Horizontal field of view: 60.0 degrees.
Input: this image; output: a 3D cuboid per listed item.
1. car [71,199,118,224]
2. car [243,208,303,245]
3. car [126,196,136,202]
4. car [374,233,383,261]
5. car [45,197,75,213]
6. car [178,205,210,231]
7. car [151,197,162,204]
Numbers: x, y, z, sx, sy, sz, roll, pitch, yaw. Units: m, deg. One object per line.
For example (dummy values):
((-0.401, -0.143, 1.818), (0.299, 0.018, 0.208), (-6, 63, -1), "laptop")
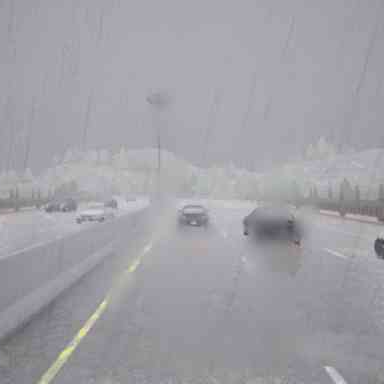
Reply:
((-7.090, 1.529, 24.759), (1.812, 1.442, 4.674), (0, 0, 0), "car")
((3.604, 1.478, 15.592), (1.882, 1.535, 5.008), (0, 0, 0), "car")
((-14.098, 1.625, 76.903), (2.128, 1.511, 4.902), (0, 0, -1), "car")
((7.103, 1.526, 9.371), (1.812, 1.442, 4.674), (0, 0, 0), "car")
((-14.078, 1.363, 36.118), (2.097, 1.767, 4.553), (0, 0, 0), "car")
((0.107, 1.527, 20.577), (1.812, 1.442, 4.674), (0, 0, 0), "car")
((-6.986, 1.674, 65.257), (1.895, 1.301, 4.718), (0, 0, 0), "car")
